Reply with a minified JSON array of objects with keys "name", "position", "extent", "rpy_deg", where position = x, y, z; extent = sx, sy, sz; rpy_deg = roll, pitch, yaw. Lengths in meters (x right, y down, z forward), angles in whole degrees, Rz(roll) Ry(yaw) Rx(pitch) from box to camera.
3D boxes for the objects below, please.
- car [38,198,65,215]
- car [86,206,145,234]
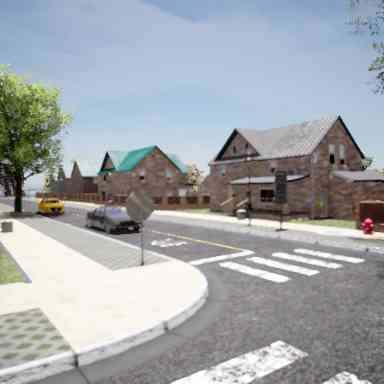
[{"name":"car","position":[-14.287,1.402,33.675],"extent":[1.882,1.535,5.008],"rpy_deg":[-2,1,-34]},{"name":"car","position":[-4.736,1.529,19.791],"extent":[2.033,1.411,5.357],"rpy_deg":[-2,1,-35]}]
